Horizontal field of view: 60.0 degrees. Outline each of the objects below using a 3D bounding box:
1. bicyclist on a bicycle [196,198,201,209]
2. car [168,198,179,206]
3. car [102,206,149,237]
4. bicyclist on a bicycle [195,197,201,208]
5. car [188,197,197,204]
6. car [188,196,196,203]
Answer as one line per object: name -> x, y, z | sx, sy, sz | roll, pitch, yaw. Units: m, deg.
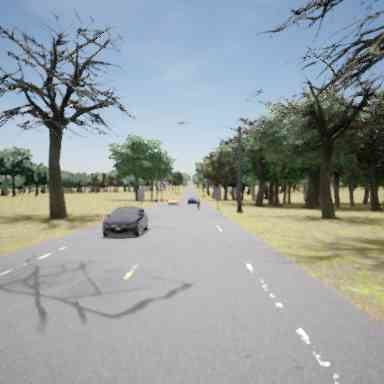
bicyclist on a bicycle -> 0.975, 1.674, 46.650 | 0.582, 1.620, 1.656 | 0, -1, 0
car -> -3.508, 1.801, 63.002 | 1.882, 1.535, 5.008 | 0, 0, 1
car -> -3.594, 1.546, 18.677 | 1.882, 1.535, 5.008 | 0, 0, 0
bicyclist on a bicycle -> 0.974, 1.708, 54.588 | 0.866, 1.612, 1.509 | 0, 0, 0
car -> 0.019, 1.857, 71.039 | 1.882, 1.535, 5.008 | 0, 0, 0
car -> 0.023, 1.884, 82.767 | 1.882, 1.535, 5.008 | 0, 0, 0
